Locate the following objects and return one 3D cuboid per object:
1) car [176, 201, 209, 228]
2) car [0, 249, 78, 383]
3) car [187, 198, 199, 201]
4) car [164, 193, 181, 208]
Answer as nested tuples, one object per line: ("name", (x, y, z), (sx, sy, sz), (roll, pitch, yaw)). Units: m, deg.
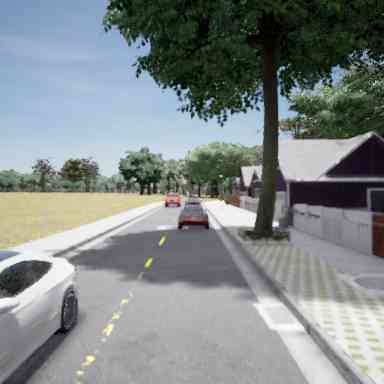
("car", (0.107, 1.556, 22.021), (1.994, 1.385, 4.181), (0, 0, 0))
("car", (-2.855, 1.527, 4.053), (1.812, 1.442, 4.674), (0, 0, 0))
("car", (0.103, 1.452, 39.816), (1.837, 1.490, 4.892), (0, 0, 0))
("car", (-2.757, 1.147, 48.260), (2.150, 2.045, 5.566), (0, 0, 0))
